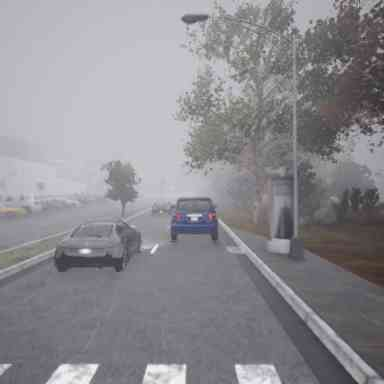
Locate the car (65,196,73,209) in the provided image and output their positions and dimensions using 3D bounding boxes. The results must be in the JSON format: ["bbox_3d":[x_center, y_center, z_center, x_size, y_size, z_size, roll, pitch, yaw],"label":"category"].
[{"bbox_3d":[-16.835,1.259,39.488,4.553,1.767,2.185,-1,1,-20],"label":"car"}]

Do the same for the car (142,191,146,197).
[{"bbox_3d":[-16.746,0.566,93.509,5.566,2.045,2.435,-1,1,-20],"label":"car"}]

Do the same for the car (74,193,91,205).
[{"bbox_3d":[-16.789,1.304,45.500,5.008,1.535,2.097,-1,1,-20],"label":"car"}]

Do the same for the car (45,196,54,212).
[{"bbox_3d":[-16.836,1.479,33.477,4.792,1.488,2.163,-1,1,-20],"label":"car"}]

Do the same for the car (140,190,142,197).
[{"bbox_3d":[-16.726,0.876,90.515,4.674,1.452,2.002,-1,1,-20],"label":"car"}]

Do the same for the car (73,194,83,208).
[{"bbox_3d":[-16.802,1.386,42.501,4.674,1.452,2.002,-1,1,-20],"label":"car"}]

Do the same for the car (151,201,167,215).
[{"bbox_3d":[-2.889,1.543,33.501,1.895,1.301,4.718,0,1,0],"label":"car"}]

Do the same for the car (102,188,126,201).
[{"bbox_3d":[-16.800,0.776,66.485,5.566,2.045,2.435,-1,1,-20],"label":"car"}]

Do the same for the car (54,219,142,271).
[{"bbox_3d":[-2.894,1.582,11.043,1.994,1.385,4.181,0,0,0],"label":"car"}]

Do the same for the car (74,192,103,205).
[{"bbox_3d":[-16.763,1.245,51.517,4.792,1.488,2.163,-1,1,-20],"label":"car"}]

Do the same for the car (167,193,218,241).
[{"bbox_3d":[0.108,1.239,16.864,2.150,2.045,5.566,0,0,0],"label":"car"}]

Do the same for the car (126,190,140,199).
[{"bbox_3d":[-16.779,0.626,84.496,5.566,2.045,2.435,-1,1,-20],"label":"car"}]

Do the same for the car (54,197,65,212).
[{"bbox_3d":[-16.809,1.463,36.501,4.674,1.452,2.002,-1,0,-20],"label":"car"}]

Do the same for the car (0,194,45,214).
[{"bbox_3d":[-16.842,1.225,30.475,5.566,2.045,2.435,-1,1,-20],"label":"car"}]

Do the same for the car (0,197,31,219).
[{"bbox_3d":[-16.645,1.490,27.549,5.366,1.575,1.946,-1,0,-20],"label":"car"}]

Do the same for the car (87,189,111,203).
[{"bbox_3d":[-16.765,0.923,54.516,5.566,2.045,2.435,-1,1,-20],"label":"car"}]

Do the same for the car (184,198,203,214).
[{"bbox_3d":[0.118,1.430,35.154,1.837,1.490,4.892,0,1,0],"label":"car"}]

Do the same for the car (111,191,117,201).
[{"bbox_3d":[-16.952,1.096,60.437,5.366,1.575,1.946,-1,1,-20],"label":"car"}]
